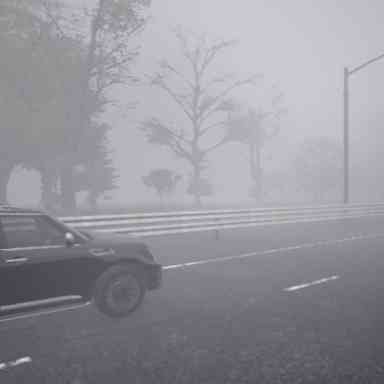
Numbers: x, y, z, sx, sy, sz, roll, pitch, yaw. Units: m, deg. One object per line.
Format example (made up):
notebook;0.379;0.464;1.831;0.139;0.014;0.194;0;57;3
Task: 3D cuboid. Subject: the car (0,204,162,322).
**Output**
car;-3.258;1.217;5.703;5.566;2.045;2.150;0;0;-35
